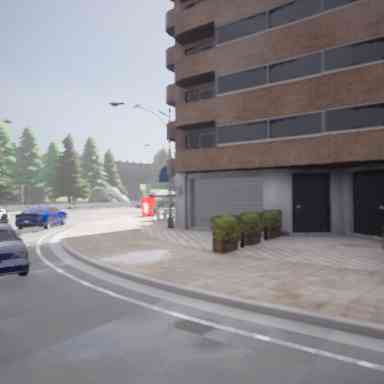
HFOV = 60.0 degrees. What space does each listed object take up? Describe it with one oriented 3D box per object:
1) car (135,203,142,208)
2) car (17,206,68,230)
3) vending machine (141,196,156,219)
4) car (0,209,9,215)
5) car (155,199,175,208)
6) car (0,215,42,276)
[{"bbox_3d":[-7.155,2.010,54.620,1.895,1.301,4.718,-1,0,36],"label":"car"},{"bbox_3d":[-10.358,1.716,23.287,1.882,1.535,5.008,-1,0,-1],"label":"car"},{"bbox_3d":[-4.133,1.431,31.523,1.100,2.100,0.880,-1,0,23],"label":"vending machine"},{"bbox_3d":[-13.835,1.481,21.127,2.150,2.045,5.566,-1,0,-5],"label":"car"},{"bbox_3d":[-4.453,1.878,52.391,1.837,1.490,4.892,-1,-1,36],"label":"car"},{"bbox_3d":[-6.194,1.666,10.126,2.033,1.411,5.357,0,0,-34],"label":"car"}]
